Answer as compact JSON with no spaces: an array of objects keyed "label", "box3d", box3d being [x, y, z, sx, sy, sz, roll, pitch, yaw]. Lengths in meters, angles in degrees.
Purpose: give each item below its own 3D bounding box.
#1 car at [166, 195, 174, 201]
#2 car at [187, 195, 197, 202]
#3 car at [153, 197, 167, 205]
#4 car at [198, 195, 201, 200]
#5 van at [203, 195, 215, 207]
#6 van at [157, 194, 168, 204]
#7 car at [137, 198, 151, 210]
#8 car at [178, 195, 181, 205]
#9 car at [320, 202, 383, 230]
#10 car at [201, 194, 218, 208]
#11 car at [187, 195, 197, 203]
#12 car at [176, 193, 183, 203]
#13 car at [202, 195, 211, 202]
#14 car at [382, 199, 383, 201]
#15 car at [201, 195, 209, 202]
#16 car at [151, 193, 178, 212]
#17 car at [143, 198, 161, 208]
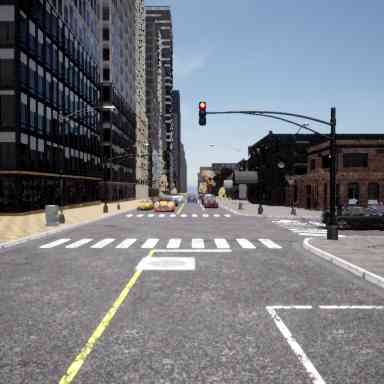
[{"label":"car","box3d":[-5.648,1.509,86.909,1.752,1.417,4.829,-1,0,0]},{"label":"car","box3d":[0.019,1.430,78.857,2.128,1.511,4.902,0,0,0]},{"label":"car","box3d":[-5.654,1.553,58.859,1.947,1.339,4.313,-1,0,0]},{"label":"car","box3d":[2.689,1.302,58.801,2.192,1.841,5.009,-1,0,0]},{"label":"van","box3d":[2.688,1.329,53.157,1.690,1.788,3.998,-1,0,0]},{"label":"van","box3d":[-5.657,1.327,64.502,1.690,1.788,3.998,-1,0,0]},{"label":"car","box3d":[-5.830,1.515,41.756,1.752,1.417,4.829,-1,0,0]},{"label":"car","box3d":[-3.082,1.552,50.747,1.994,1.385,4.181,0,0,0]},{"label":"car","box3d":[10.891,1.645,21.567,4.892,1.490,1.837,0,2,4]},{"label":"car","box3d":[2.688,1.429,47.513,1.967,1.590,4.097,-1,0,0]},{"label":"car","box3d":[0.016,1.339,70.043,2.097,1.767,4.553,0,0,0]},{"label":"car","box3d":[-2.985,1.208,69.309,2.150,2.045,5.566,0,0,0]},{"label":"car","box3d":[3.163,1.488,73.421,1.837,1.490,4.892,0,0,0]},{"label":"car","box3d":[16.532,1.415,27.221,5.009,1.841,2.192,1,0,1]},{"label":"car","box3d":[3.165,1.488,80.422,1.837,1.490,4.892,0,0,0]},{"label":"car","box3d":[-3.089,1.344,37.960,2.097,1.767,4.553,0,0,0]},{"label":"car","box3d":[-5.657,1.555,47.569,1.947,1.339,4.313,-1,0,0]}]
